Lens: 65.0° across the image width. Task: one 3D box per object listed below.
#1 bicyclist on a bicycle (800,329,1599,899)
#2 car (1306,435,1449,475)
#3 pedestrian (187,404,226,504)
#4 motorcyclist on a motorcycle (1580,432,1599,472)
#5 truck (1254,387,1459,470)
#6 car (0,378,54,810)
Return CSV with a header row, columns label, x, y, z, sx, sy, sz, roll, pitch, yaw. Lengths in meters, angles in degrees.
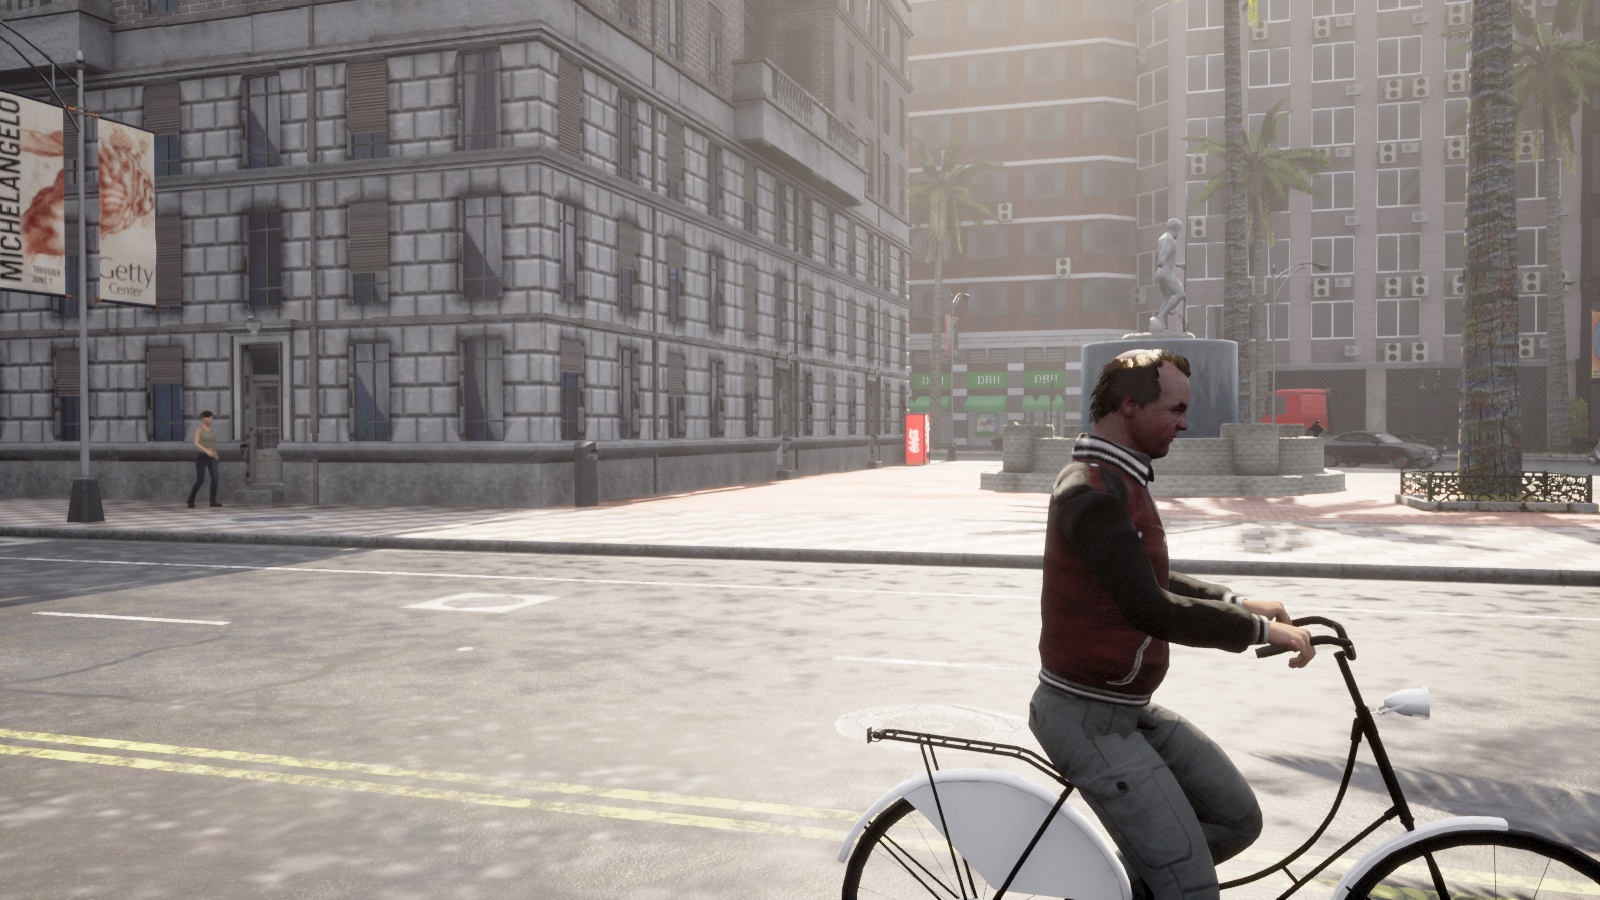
label,x,y,z,sx,sy,sz,roll,pitch,yaw
bicyclist on a bicycle,0.978,0.655,2.875,1.843,1.776,0.659,0,1,19
car,22.126,0.163,48.269,1.812,1.442,4.674,0,1,-37
pedestrian,-11.057,0.067,23.415,0.594,1.836,0.345,1,1,24
motorcyclist on a motorcycle,32.837,0.087,50.973,0.866,1.590,1.817,-1,1,-30
truck,24.750,-0.963,56.264,2.891,3.462,7.936,0,1,-39
car,-5.684,0.582,5.087,4.553,1.767,2.097,1,1,18
